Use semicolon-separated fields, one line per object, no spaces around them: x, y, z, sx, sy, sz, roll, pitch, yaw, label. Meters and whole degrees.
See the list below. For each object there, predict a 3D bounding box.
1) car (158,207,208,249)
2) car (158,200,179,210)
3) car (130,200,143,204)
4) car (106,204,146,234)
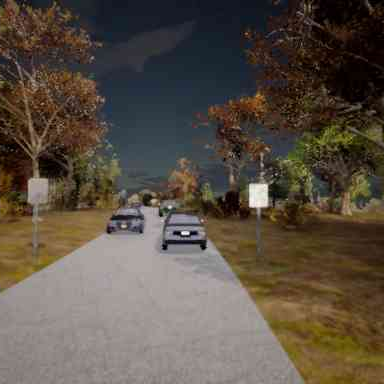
-0.403;1.595;14.871;2.033;1.411;5.357;0;0;-4;car
-2.447;1.587;34.938;2.097;1.767;4.553;1;-1;-8;car
-10.084;2.170;59.925;1.837;1.490;4.892;1;-1;-12;car
-3.692;1.611;19.257;1.994;1.385;4.181;1;0;-5;car
